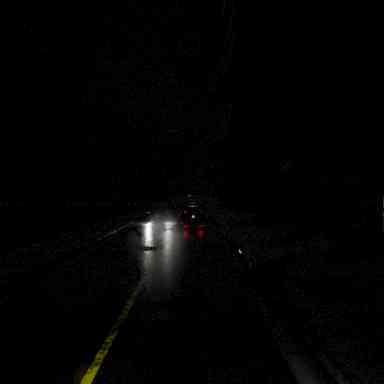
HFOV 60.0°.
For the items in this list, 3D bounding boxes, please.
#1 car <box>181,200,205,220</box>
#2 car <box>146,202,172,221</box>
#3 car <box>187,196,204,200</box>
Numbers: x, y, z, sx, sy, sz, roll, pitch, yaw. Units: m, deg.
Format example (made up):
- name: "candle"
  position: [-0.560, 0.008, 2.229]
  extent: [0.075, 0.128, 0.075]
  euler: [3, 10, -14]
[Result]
- name: "car"
  position: [0.089, 1.612, 28.146]
  extent: [1.895, 1.301, 4.718]
  euler: [0, 0, 0]
- name: "car"
  position: [-2.599, 1.535, 27.281]
  extent: [1.812, 1.442, 4.674]
  euler: [0, 0, 0]
- name: "car"
  position: [0.084, 1.523, 42.002]
  extent: [2.128, 1.511, 4.902]
  euler: [0, 0, 0]
